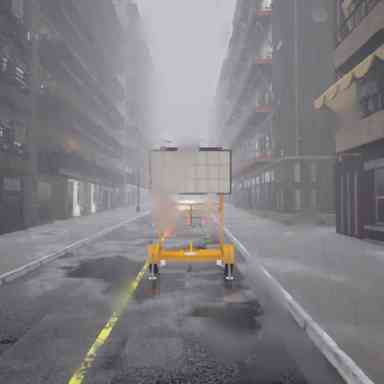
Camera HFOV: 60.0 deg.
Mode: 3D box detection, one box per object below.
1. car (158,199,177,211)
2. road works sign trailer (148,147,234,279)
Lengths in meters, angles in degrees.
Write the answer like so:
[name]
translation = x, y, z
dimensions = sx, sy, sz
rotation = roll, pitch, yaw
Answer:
[car]
translation = -2.933, 1.547, 39.854
dimensions = 1.812, 1.442, 4.674
rotation = 0, 0, 0
[road works sign trailer]
translation = -0.029, 0.470, 10.000
dimensions = 2.380, 3.560, 2.880
rotation = 0, 0, 0
